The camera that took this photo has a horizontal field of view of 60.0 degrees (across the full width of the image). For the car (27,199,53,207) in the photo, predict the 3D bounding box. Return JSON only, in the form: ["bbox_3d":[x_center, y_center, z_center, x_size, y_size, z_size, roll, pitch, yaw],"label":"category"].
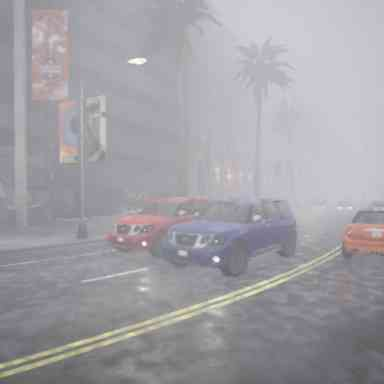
[{"bbox_3d":[-24.024,1.763,52.734,1.895,1.301,4.718,-1,0,27],"label":"car"}]

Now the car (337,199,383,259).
[{"bbox_3d":[6.866,1.308,11.858,2.097,1.767,4.553,-1,0,35],"label":"car"}]

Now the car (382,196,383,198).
[{"bbox_3d":[16.330,1.396,28.678,1.837,1.490,4.892,-1,0,28],"label":"car"}]

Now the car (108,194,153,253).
[{"bbox_3d":[-0.712,1.250,13.478,2.150,2.045,5.566,0,0,38],"label":"car"}]

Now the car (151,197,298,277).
[{"bbox_3d":[1.525,1.225,10.775,2.150,2.045,5.566,0,0,40],"label":"car"}]

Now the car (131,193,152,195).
[{"bbox_3d":[-7.234,1.162,44.937,2.435,2.045,5.566,-1,0,27],"label":"car"}]

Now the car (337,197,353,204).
[{"bbox_3d":[22.115,1.428,47.791,1.994,1.385,4.181,-1,0,28],"label":"car"}]

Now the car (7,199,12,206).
[{"bbox_3d":[-34.124,1.815,58.457,2.161,1.482,4.786,-1,0,27],"label":"car"}]

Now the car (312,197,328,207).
[{"bbox_3d":[19.459,1.440,50.270,2.033,1.411,5.357,-1,0,28],"label":"car"}]
